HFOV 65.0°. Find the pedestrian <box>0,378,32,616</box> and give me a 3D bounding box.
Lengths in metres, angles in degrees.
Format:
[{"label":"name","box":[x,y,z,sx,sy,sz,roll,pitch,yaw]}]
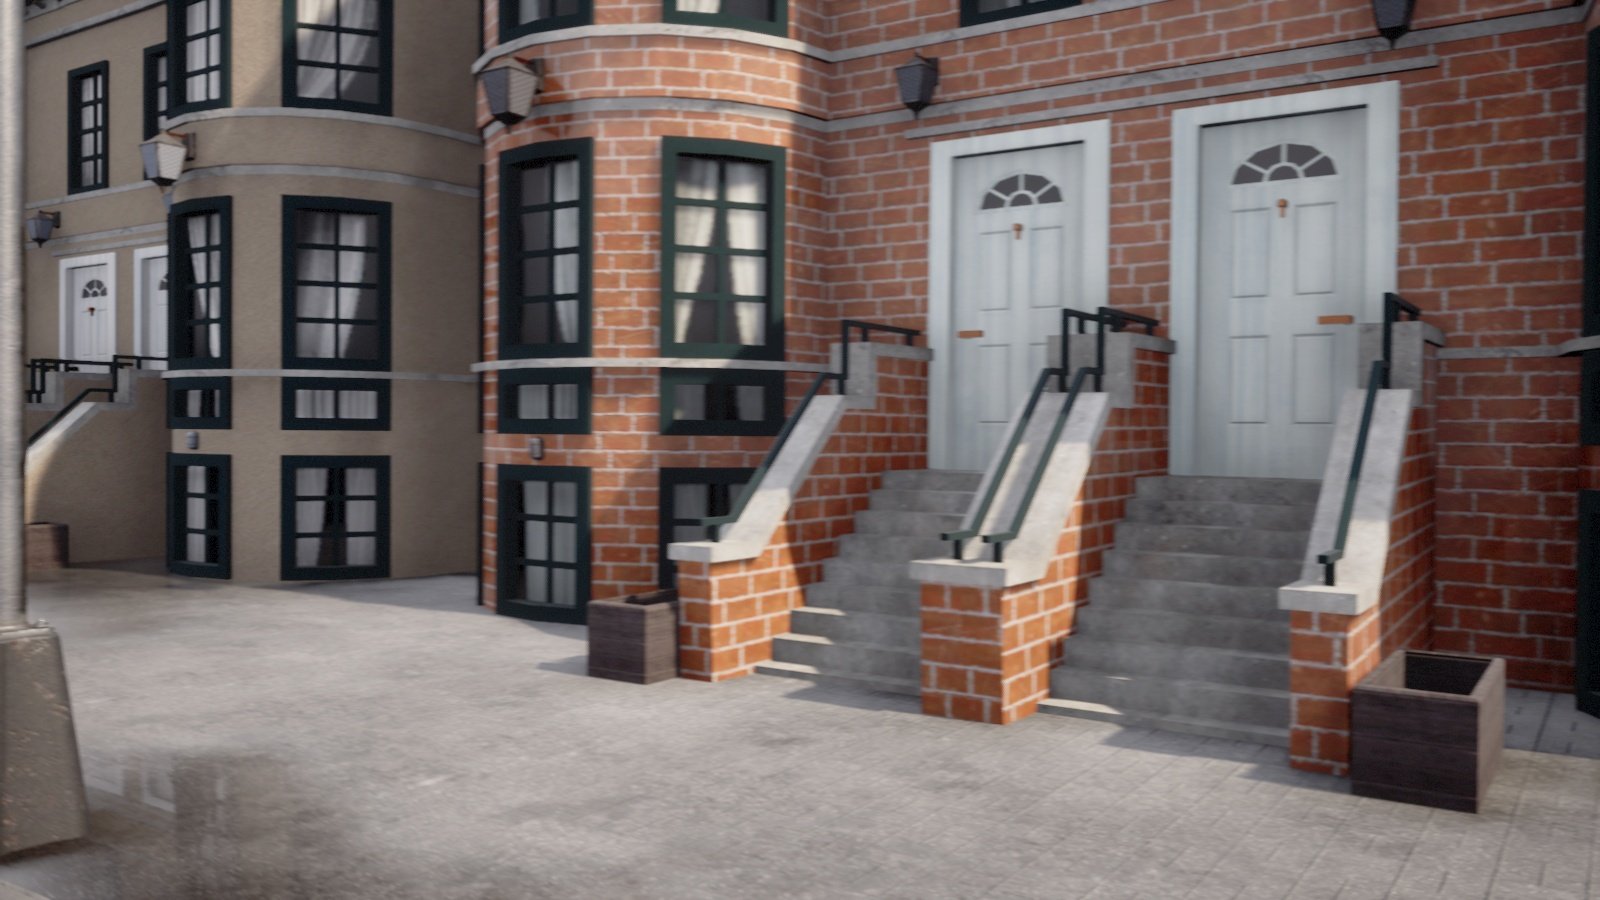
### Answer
[{"label":"pedestrian","box":[-6.547,0.365,9.877,0.694,1.848,0.540,0,1,24]}]
